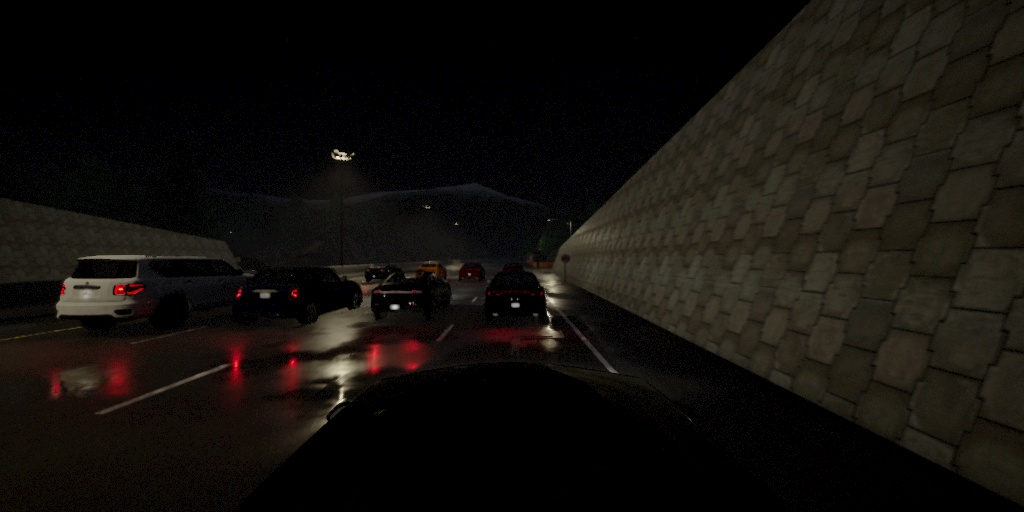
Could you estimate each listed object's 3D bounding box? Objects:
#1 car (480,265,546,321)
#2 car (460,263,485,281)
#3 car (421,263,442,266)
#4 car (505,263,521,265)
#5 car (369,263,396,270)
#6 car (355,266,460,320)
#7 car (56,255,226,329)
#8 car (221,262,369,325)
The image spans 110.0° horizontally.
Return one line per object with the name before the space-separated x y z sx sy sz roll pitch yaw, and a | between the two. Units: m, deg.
car | 0.101 1.259 12.716 1.882 1.535 5.008 0 0 0
car | -3.397 1.311 31.104 1.882 1.535 5.008 0 0 0
car | -6.898 1.311 31.099 1.882 1.535 5.008 0 0 0
car | 0.100 1.311 31.117 1.882 1.535 5.008 0 0 0
car | -10.400 1.320 29.454 2.128 1.511 4.902 0 0 0
car | -3.399 1.273 12.828 2.128 1.511 4.902 0 0 0
car | -10.399 0.999 11.441 2.150 2.045 5.566 0 0 0
car | -6.899 1.131 12.143 2.097 1.767 4.553 0 0 0
